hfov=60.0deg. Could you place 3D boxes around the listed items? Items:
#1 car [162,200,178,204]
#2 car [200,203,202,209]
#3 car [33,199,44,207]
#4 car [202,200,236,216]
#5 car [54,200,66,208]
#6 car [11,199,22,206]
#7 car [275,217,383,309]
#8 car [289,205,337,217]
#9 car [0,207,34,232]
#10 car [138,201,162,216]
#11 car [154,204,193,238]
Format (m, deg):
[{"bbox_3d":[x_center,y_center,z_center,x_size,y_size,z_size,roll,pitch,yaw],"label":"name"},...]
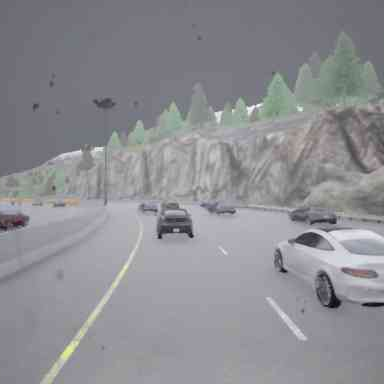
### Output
[{"bbox_3d":[-3.027,1.838,45.223,1.837,1.490,4.892,0,0,-16],"label":"car"},{"bbox_3d":[2.710,1.906,50.083,1.895,1.301,4.718,0,0,-18],"label":"car"},{"bbox_3d":[-30.125,2.225,65.012,1.837,1.490,4.892,0,0,-26],"label":"car"},{"bbox_3d":[3.109,1.755,36.038,2.033,1.411,5.357,0,0,-14],"label":"car"},{"bbox_3d":[-24.358,2.130,61.304,1.882,1.535,5.008,0,0,-24],"label":"car"},{"bbox_3d":[-36.951,2.156,69.952,2.128,1.511,4.902,0,0,-30],"label":"car"},{"bbox_3d":[3.396,1.543,7.823,1.812,1.442,4.674,0,0,-3],"label":"car"},{"bbox_3d":[8.719,1.635,24.325,1.994,1.385,4.181,-1,0,-8],"label":"car"},{"bbox_3d":[-12.312,1.875,21.837,1.895,1.301,4.718,-1,0,-9],"label":"car"},{"bbox_3d":[-5.616,1.885,41.944,2.033,1.411,5.357,0,0,-17],"label":"car"},{"bbox_3d":[-1.053,1.641,18.670,1.837,1.490,4.892,0,0,-7],"label":"car"}]
